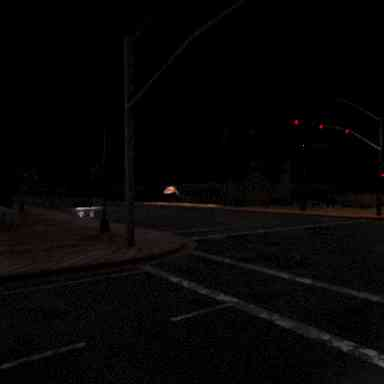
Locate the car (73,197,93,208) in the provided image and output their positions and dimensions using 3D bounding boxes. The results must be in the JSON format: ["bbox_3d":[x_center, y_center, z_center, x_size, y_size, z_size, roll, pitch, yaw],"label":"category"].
[{"bbox_3d":[-15.486,1.399,47.082,1.812,1.442,4.674,-1,0,-35],"label":"car"}]
